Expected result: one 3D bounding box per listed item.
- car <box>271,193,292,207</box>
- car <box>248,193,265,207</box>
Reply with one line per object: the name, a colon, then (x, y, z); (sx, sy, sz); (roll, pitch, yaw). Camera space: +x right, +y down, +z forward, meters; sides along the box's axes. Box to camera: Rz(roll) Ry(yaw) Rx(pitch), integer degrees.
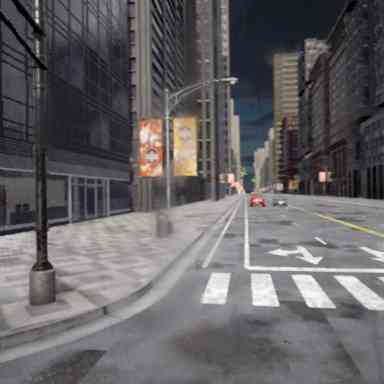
car: (12.788, 1.340, 48.664); (2.128, 1.511, 4.902); (-1, 0, 9)
car: (9.570, 1.119, 49.152); (2.150, 2.045, 5.566); (-1, 0, 9)
